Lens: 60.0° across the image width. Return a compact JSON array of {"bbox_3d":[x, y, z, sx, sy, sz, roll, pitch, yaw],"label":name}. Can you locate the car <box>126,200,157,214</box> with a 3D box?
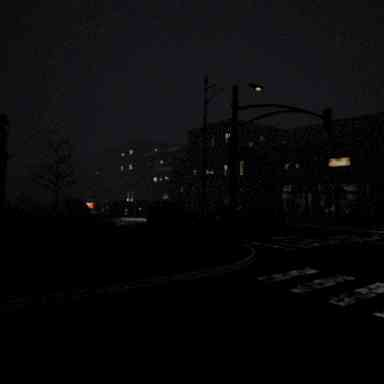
[{"bbox_3d":[-7.040,1.976,45.660,2.192,1.841,5.009,1,-1,-35],"label":"car"}]

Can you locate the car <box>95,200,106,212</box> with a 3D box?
[{"bbox_3d":[-12.792,2.255,49.320,1.895,1.301,4.718,2,-2,-34],"label":"car"}]

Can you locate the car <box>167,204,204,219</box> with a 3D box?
[{"bbox_3d":[-0.810,2.081,36.681,1.752,1.417,4.829,1,-1,-35],"label":"car"}]

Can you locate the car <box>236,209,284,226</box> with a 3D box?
[{"bbox_3d":[5.615,2.012,27.426,1.947,1.339,4.313,1,-1,-35],"label":"car"}]

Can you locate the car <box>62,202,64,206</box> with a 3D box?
[{"bbox_3d":[-17.780,1.919,51.165,2.150,2.045,5.566,2,-2,-35],"label":"car"}]

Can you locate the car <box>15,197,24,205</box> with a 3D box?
[{"bbox_3d":[-39.234,2.189,77.341,2.192,1.841,5.009,1,-1,-35],"label":"car"}]

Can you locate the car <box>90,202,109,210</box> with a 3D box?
[{"bbox_3d":[-16.534,2.404,59.328,1.802,1.307,4.206,1,-1,-35],"label":"car"}]

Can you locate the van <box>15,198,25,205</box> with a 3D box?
[{"bbox_3d":[-42.399,2.268,81.898,1.690,1.788,3.998,1,-1,-35],"label":"van"}]

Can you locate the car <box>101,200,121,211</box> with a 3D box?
[{"bbox_3d":[-13.369,2.209,54.773,1.967,1.590,4.097,1,-1,-35],"label":"car"}]

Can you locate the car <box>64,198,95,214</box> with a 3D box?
[{"bbox_3d":[-13.922,1.886,40.880,1.967,1.590,4.097,1,-1,-35],"label":"car"}]

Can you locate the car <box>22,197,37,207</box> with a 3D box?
[{"bbox_3d":[-32.908,2.318,68.223,2.008,1.369,4.403,1,-1,-35],"label":"car"}]

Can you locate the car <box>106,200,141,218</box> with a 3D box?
[{"bbox_3d":[-7.099,1.785,35.611,2.097,1.767,4.553,2,-2,-35],"label":"car"}]

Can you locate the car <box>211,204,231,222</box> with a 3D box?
[{"bbox_3d":[2.452,1.940,31.986,1.967,1.590,4.097,1,-1,-35],"label":"car"}]

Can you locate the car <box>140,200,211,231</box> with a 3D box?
[{"bbox_3d":[-1.264,1.546,22.653,2.192,1.841,5.009,1,-1,-35],"label":"car"}]

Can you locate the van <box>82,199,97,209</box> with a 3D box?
[{"bbox_3d":[-19.697,2.217,63.889,1.690,1.788,3.998,1,-1,-35],"label":"van"}]
